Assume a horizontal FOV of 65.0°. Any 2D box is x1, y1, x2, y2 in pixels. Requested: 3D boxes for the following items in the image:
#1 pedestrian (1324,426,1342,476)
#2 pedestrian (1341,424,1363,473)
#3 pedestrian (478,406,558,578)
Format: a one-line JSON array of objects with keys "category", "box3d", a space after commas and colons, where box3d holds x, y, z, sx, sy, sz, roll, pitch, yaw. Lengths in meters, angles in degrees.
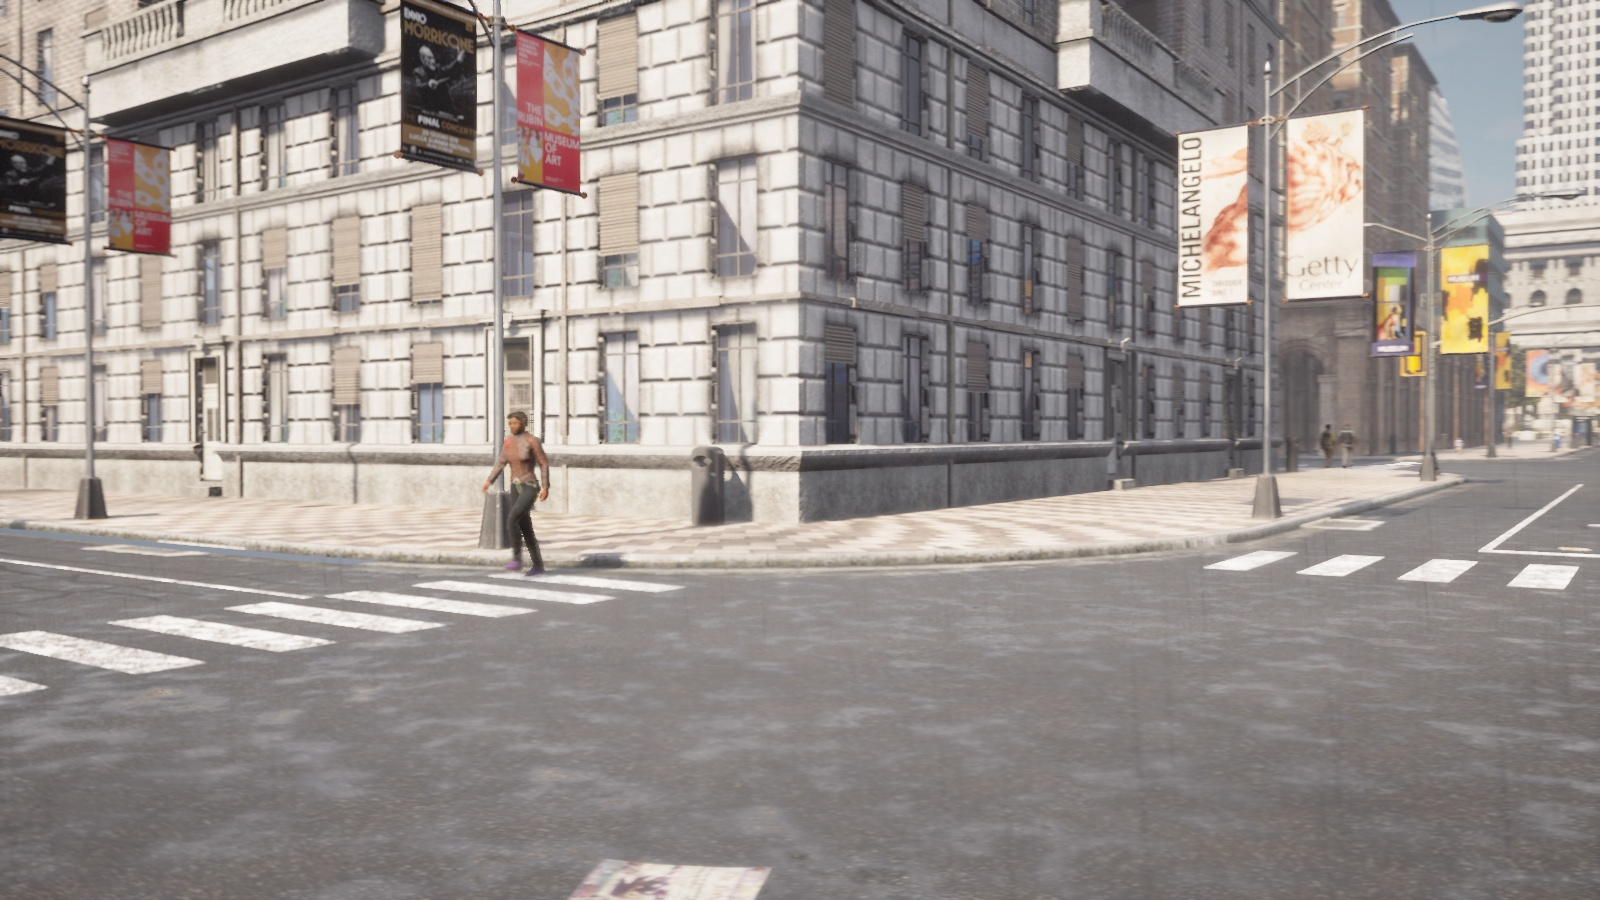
[{"category": "pedestrian", "box3d": [20.656, 0.043, 48.703, 0.692, 1.930, 0.396, -1, 1, -45]}, {"category": "pedestrian", "box3d": [21.312, -0.069, 48.482, 0.563, 1.883, 0.849, 1, 1, 38]}, {"category": "pedestrian", "box3d": [-3.045, 0.435, 13.597, 0.328, 1.805, 0.869, 1, 1, 31]}]
